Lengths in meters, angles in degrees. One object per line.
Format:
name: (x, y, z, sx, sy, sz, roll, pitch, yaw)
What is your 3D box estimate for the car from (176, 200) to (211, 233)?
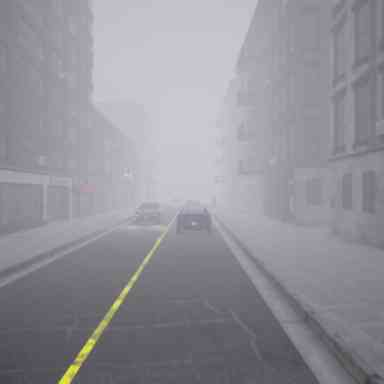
car: (0.098, 1.468, 19.698, 1.882, 1.535, 5.008, 0, 0, 0)

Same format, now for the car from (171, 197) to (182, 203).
car: (-3.012, 1.551, 65.419, 1.895, 1.301, 4.718, 0, 0, 0)

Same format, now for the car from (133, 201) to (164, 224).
car: (-3.101, 1.492, 24.658, 1.837, 1.490, 4.892, 0, 0, 0)
